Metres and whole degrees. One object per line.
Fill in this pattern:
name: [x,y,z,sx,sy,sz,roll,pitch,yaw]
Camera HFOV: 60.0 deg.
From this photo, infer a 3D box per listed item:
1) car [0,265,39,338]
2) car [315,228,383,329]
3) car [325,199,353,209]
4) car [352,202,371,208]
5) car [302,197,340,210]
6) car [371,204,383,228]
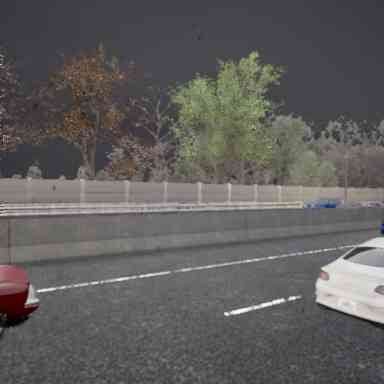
car: [-4.769,1.610,4.628,4.718,1.301,1.895,0,0,-33]
car: [4.330,1.587,6.424,4.674,1.442,1.812,1,0,-33]
car: [16.916,1.835,35.883,4.892,1.490,1.837,1,0,-33]
car: [18.003,1.875,32.409,4.181,1.385,1.994,1,0,-33]
car: [15.409,1.566,39.083,5.566,2.045,2.150,1,-1,-33]
car: [10.650,1.372,14.774,5.566,2.045,2.150,1,0,-33]
